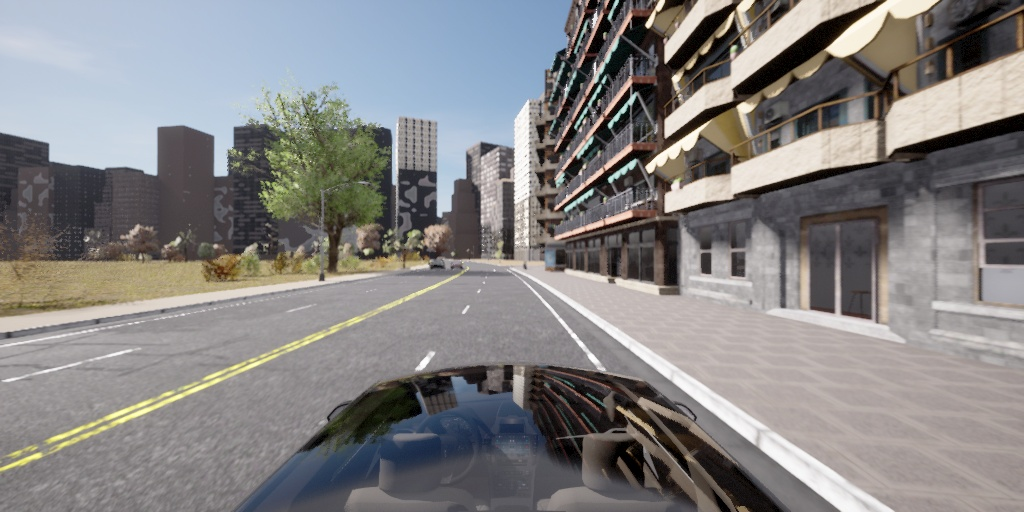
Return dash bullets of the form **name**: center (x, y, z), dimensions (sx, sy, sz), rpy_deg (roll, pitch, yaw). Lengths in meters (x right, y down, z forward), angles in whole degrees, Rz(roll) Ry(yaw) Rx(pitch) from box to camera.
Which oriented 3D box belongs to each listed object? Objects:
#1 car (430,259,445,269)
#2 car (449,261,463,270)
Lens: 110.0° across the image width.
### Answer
- **car**: center (-12.500, 1.324, 60.491), dimensions (2.097, 1.767, 4.553), rpy_deg (0, 0, -5)
- **car**: center (-9.202, 1.497, 59.991), dimensions (1.812, 1.442, 4.674), rpy_deg (0, 0, -5)
